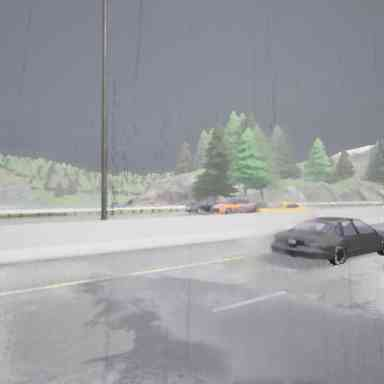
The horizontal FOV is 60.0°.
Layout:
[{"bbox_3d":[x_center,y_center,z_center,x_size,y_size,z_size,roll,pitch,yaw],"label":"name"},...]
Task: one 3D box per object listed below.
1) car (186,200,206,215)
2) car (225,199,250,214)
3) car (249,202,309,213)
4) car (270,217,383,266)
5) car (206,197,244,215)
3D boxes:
[{"bbox_3d":[1.582,1.567,35.230,4.902,1.511,2.128,0,0,-36],"label":"car"},{"bbox_3d":[5.519,1.600,29.437,4.674,1.442,1.812,0,0,-35],"label":"car"},{"bbox_3d":[7.177,1.550,26.320,5.008,1.535,1.882,0,0,-35],"label":"car"},{"bbox_3d":[5.125,1.585,11.709,5.357,1.411,2.033,0,0,-36],"label":"car"},{"bbox_3d":[4.030,1.428,32.672,4.553,1.767,2.097,0,0,-35],"label":"car"}]
